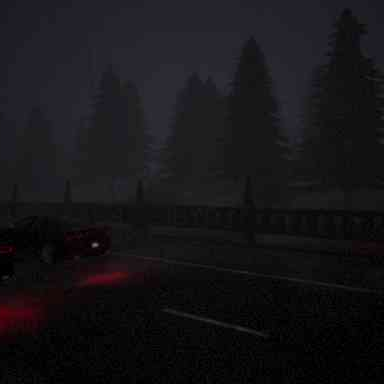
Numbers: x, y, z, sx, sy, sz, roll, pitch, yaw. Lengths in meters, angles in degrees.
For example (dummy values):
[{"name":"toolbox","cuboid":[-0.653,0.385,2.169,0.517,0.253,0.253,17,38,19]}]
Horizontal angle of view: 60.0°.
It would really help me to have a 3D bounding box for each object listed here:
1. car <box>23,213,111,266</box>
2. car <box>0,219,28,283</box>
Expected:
[{"name":"car","cuboid":[-5.003,1.466,11.578,5.008,1.535,1.882,0,0,34]},{"name":"car","cuboid":[-6.452,1.475,8.329,5.008,1.535,1.882,0,0,34]}]
